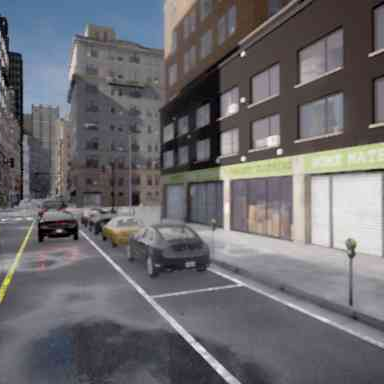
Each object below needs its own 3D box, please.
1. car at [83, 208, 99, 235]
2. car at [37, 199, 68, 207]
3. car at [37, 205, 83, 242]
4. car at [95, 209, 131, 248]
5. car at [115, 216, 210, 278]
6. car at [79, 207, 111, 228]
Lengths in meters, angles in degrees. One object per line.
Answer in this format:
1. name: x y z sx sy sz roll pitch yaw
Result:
1. car: -5.412 1.836 20.853 1.947 1.339 4.313 -1 0 -24
2. car: -11.453 1.618 27.472 2.150 2.045 5.566 0 -1 -24
3. car: -7.336 1.740 18.210 1.882 1.535 5.008 0 -1 -23
4. car: -3.236 1.724 15.894 1.752 1.417 4.829 -1 0 -24
5. car: -0.923 1.672 10.624 2.008 1.369 4.403 -1 0 -24
6. car: -7.656 1.926 25.967 1.802 1.307 4.206 -1 0 -24
